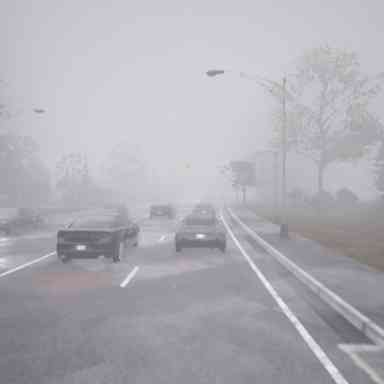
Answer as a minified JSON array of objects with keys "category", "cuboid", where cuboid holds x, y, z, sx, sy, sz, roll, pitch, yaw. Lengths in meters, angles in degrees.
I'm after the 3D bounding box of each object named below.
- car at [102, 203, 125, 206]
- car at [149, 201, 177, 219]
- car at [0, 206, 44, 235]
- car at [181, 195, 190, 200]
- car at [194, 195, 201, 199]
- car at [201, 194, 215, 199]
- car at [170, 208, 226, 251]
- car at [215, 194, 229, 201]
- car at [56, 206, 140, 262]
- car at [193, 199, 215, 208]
[{"category":"car","cuboid":[-6.305,1.566,26.367,2.033,1.411,5.357,0,0,3]},{"category":"car","cuboid":[-2.447,1.501,29.082,1.882,1.535,5.008,0,0,3]},{"category":"car","cuboid":[-10.160,1.535,18.886,1.812,1.442,4.674,0,0,2]},{"category":"car","cuboid":[-1.714,1.597,92.621,2.128,1.511,4.902,0,0,11]},{"category":"car","cuboid":[1.721,1.599,91.949,2.128,1.511,4.902,0,0,11]},{"category":"car","cuboid":[4.365,1.441,86.990,1.882,1.535,5.008,0,0,11]},{"category":"car","cuboid":[0.368,1.576,14.080,1.994,1.385,4.181,0,0,2]},{"category":"car","cuboid":[7.812,1.443,86.385,1.882,1.535,5.008,0,0,11]},{"category":"car","cuboid":[-3.190,1.486,12.217,1.882,1.535,5.008,0,0,1]},{"category":"car","cuboid":[1.021,1.589,28.421,1.994,1.385,4.181,0,0,3]}]
